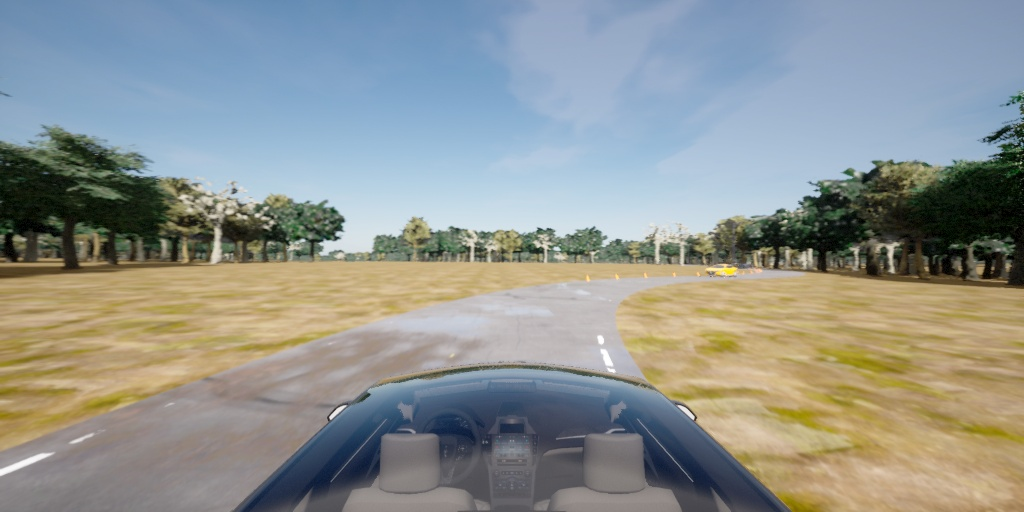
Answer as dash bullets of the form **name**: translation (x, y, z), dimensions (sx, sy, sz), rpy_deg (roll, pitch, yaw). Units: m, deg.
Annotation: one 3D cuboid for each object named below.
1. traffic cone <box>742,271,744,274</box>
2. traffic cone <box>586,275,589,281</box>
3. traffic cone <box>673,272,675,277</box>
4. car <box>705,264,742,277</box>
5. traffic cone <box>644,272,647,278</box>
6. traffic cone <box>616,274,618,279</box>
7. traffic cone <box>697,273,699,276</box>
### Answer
- **traffic cone**: translation (33.992, 2.418, 52.697), dimensions (0.340, 0.580, 0.340), rpy_deg (0, 0, -43)
- **traffic cone**: translation (6.492, 1.880, 30.722), dimensions (0.340, 0.580, 0.340), rpy_deg (0, 0, 40)
- **traffic cone**: translation (18.538, 2.101, 40.970), dimensions (0.340, 0.580, 0.340), rpy_deg (0, 0, -31)
- **car**: translation (24.918, 1.710, 42.645), dimensions (5.008, 1.535, 1.882), rpy_deg (1, -1, -35)
- **traffic cone**: translation (14.159, 2.023, 38.031), dimensions (0.340, 0.580, 0.340), rpy_deg (0, 0, -37)
- **traffic cone**: translation (10.117, 1.949, 34.596), dimensions (0.340, 0.580, 0.340), rpy_deg (0, 0, -44)
- **traffic cone**: translation (22.625, 2.176, 43.596), dimensions (0.340, 0.580, 0.340), rpy_deg (0, 0, -34)
